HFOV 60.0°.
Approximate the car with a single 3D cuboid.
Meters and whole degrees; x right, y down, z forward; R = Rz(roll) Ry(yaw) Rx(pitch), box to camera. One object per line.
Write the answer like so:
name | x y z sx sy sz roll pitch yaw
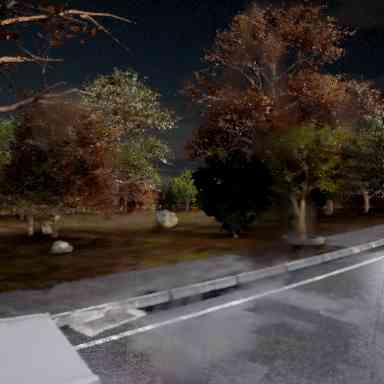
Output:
car | -3.074 1.611 1.889 4.718 1.301 1.895 0 0 -35
